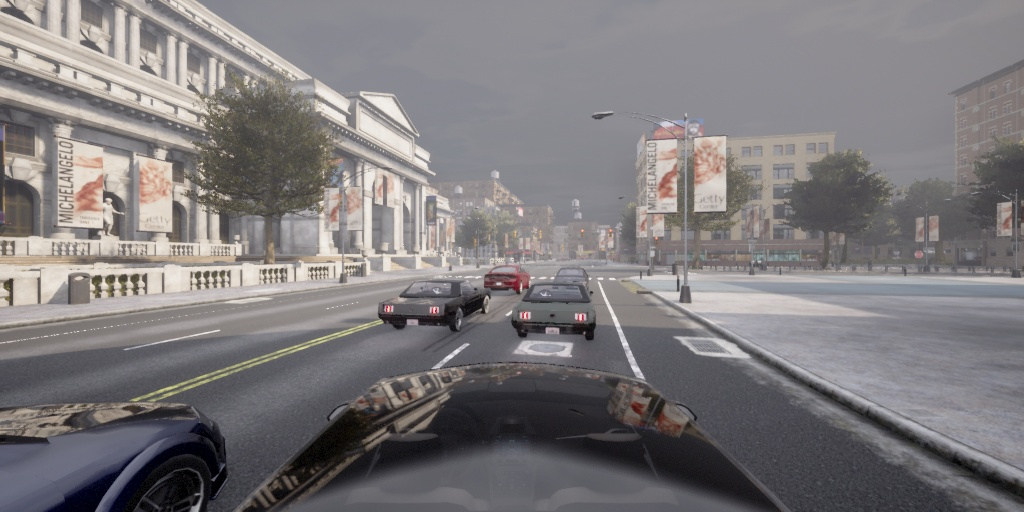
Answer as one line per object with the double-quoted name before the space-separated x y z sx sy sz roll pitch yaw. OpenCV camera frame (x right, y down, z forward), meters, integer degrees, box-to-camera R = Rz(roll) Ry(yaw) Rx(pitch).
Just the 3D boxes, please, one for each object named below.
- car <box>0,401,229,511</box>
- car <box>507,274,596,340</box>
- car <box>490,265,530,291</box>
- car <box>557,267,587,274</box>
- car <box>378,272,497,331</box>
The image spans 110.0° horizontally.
"car" -3.158 1.314 1.037 1.994 1.385 4.181 0 0 -2
"car" 1.316 1.351 10.020 1.895 1.301 4.718 0 0 11
"car" -0.152 1.228 20.180 1.882 1.535 5.008 0 0 12
"car" 3.242 1.297 19.372 2.033 1.411 5.357 0 0 12
"car" -2.029 1.351 11.027 1.895 1.301 4.718 0 0 11
